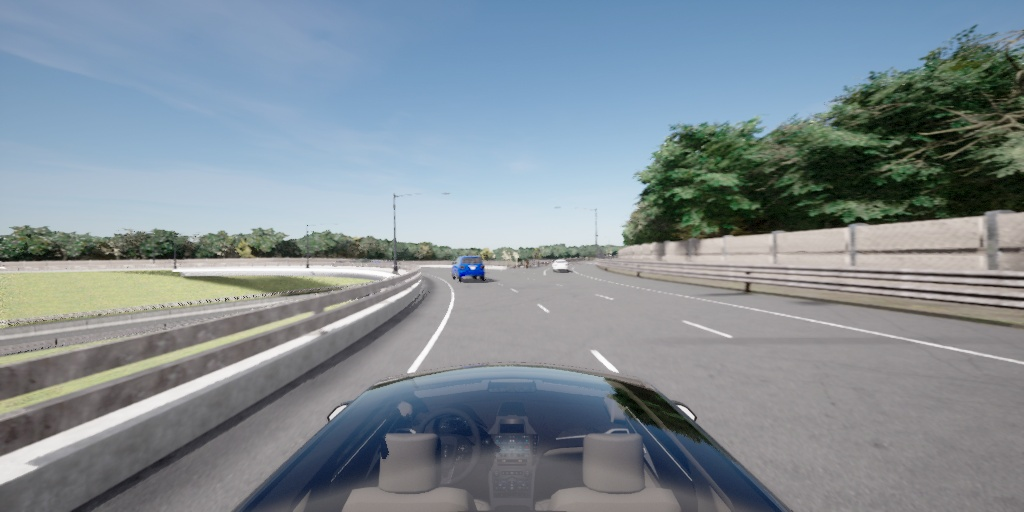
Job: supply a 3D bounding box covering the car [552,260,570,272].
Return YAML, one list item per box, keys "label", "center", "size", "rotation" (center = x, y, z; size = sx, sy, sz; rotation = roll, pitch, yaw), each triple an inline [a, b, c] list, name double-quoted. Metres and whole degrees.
- label: "car"
  center: [5.856, 1.162, 43.094]
  size: [1.812, 1.442, 4.674]
  rotation: [-1, 0, 6]

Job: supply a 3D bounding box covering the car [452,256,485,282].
- label: "car"
  center: [-3.699, 1.038, 29.890]
  size: [2.150, 2.045, 5.566]
  rotation: [-1, 0, -16]
